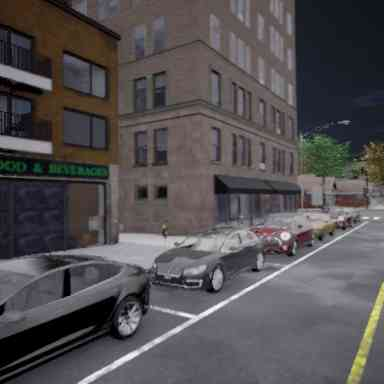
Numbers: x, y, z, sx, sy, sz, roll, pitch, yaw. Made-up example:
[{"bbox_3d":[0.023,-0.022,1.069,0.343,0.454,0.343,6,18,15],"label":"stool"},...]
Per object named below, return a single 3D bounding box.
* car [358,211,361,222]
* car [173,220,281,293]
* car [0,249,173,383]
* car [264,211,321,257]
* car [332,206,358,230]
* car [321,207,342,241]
[{"bbox_3d":[12.981,1.917,27.656,1.802,1.307,4.206,-1,-1,34],"label":"car"},{"bbox_3d":[0.674,1.705,9.330,2.008,1.369,4.403,-1,-1,34],"label":"car"},{"bbox_3d":[-2.402,1.678,4.749,1.947,1.339,4.313,-1,-1,34],"label":"car"},{"bbox_3d":[3.749,1.639,13.914,1.967,1.590,4.097,-1,-1,34],"label":"car"},{"bbox_3d":[9.903,1.729,23.077,1.967,1.590,4.097,-1,-1,34],"label":"car"},{"bbox_3d":[6.732,1.768,18.352,1.752,1.417,4.829,-1,-1,34],"label":"car"}]
